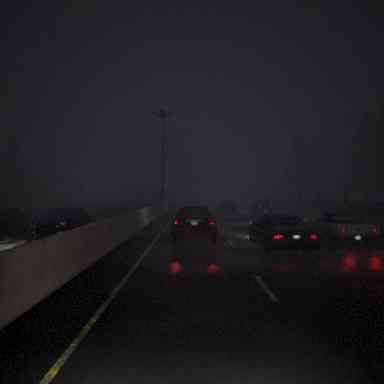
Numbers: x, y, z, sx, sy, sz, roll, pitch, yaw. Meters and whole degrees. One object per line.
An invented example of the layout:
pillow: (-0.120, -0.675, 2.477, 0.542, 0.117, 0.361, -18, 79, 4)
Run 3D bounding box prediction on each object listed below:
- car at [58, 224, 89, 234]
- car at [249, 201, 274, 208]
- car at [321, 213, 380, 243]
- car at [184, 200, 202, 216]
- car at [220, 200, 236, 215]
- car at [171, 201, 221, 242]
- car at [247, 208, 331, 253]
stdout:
car: (-7.100, 1.555, 18.470, 1.882, 1.535, 5.008, 0, 0, 0)
car: (7.098, 1.636, 34.320, 2.128, 1.511, 4.902, 0, 0, 0)
car: (7.099, 1.670, 16.441, 1.895, 1.301, 4.718, 0, 0, 0)
car: (0.084, 1.674, 35.432, 1.812, 1.442, 4.674, 0, 0, 0)
car: (3.598, 1.628, 35.931, 1.882, 1.535, 5.008, 0, 0, 0)
car: (0.100, 1.423, 16.812, 2.097, 1.767, 4.553, 0, 0, 0)
car: (3.599, 1.606, 13.965, 2.033, 1.411, 5.357, 0, 0, 0)
